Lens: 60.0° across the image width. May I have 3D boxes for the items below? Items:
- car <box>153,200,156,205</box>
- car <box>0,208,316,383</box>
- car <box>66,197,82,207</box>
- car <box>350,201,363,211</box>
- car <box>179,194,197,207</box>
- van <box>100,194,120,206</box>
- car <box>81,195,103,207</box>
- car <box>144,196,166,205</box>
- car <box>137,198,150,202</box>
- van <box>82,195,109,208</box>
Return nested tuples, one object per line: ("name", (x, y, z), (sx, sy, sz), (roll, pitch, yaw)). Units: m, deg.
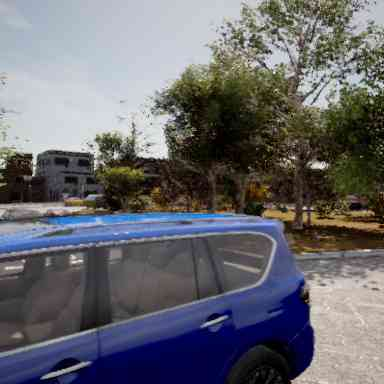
("car", (-9.476, 1.357, 61.851), (2.435, 2.045, 5.566), (0, 0, -36))
("car", (-1.255, 1.243, 2.820), (5.566, 2.045, 2.150), (1, -1, -36))
("car", (-19.469, 1.611, 54.943), (1.946, 1.575, 5.366), (0, 0, -36))
("car", (21.738, 1.868, 47.410), (1.882, 1.535, 5.008), (2, -1, -30))
("car", (0.749, 1.398, 54.177), (2.435, 2.045, 5.566), (1, 0, -36))
("van", (-14.454, 1.370, 58.167), (1.878, 1.987, 4.442), (0, 0, -36))
("car", (-16.972, 1.474, 56.467), (2.185, 1.767, 4.553), (0, 0, -36))
("car", (-7.127, 1.630, 63.580), (2.097, 1.535, 5.008), (1, 0, -36))
("car", (-8.199, 1.603, 47.471), (1.946, 1.575, 5.366), (0, 0, -36))
("van", (-12.811, 1.402, 44.538), (1.878, 1.987, 4.442), (0, 0, -36))
